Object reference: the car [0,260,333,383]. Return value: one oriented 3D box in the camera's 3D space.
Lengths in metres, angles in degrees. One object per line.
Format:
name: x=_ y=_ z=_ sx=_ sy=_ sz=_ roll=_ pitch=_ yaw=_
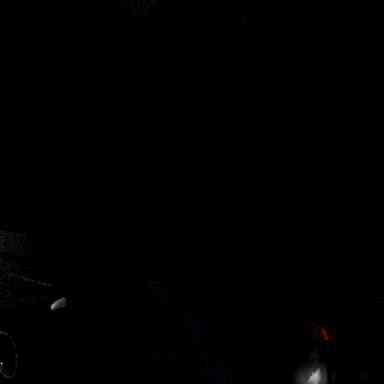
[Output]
car: x=-0.598 y=1.563 z=3.986 sx=4.181 sy=1.385 sz=1.994 roll=0 pitch=0 yaw=35
